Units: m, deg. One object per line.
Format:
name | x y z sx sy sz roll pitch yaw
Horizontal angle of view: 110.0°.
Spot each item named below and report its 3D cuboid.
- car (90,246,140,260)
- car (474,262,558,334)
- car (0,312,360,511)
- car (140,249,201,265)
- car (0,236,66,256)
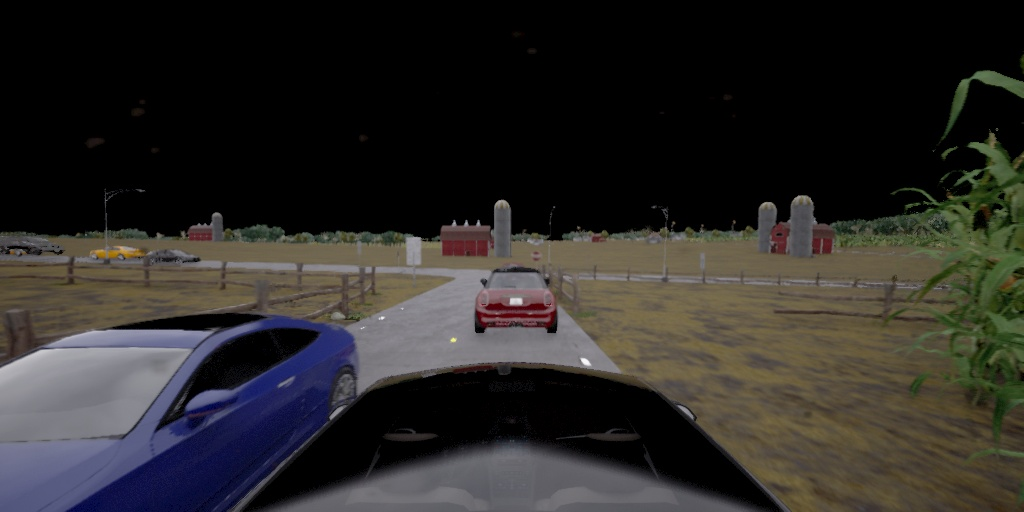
car | -45.486 -0.386 41.326 5.008 1.535 1.882 2 3 1
car | 0.100 1.077 10.691 2.097 1.767 4.553 0 1 0
car | -2.835 1.272 2.861 1.812 1.442 4.674 0 0 0
car | -36.242 0.071 38.429 4.892 1.490 1.837 2 3 0
car | -51.693 -1.077 38.558 5.566 2.045 2.150 2 3 0
